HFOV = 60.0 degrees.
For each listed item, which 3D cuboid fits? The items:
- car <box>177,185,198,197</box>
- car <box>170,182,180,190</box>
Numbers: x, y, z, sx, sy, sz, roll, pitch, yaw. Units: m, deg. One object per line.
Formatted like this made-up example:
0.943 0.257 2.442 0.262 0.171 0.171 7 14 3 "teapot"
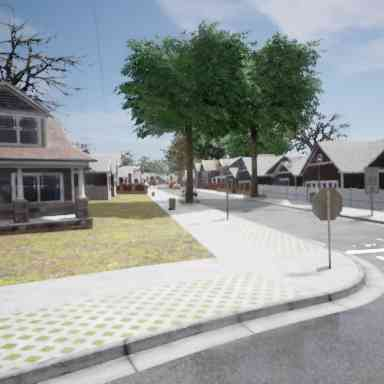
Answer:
-0.464 0.028 51.290 2.033 1.411 5.357 -2 2 -10 "car"
-3.987 -1.363 87.031 1.882 1.535 5.008 -2 2 -8 "car"
